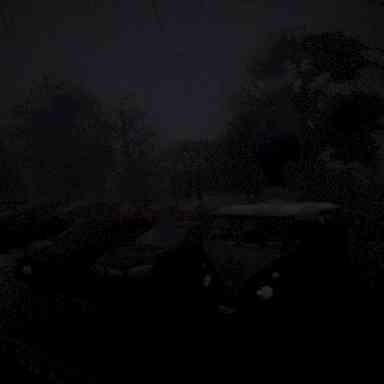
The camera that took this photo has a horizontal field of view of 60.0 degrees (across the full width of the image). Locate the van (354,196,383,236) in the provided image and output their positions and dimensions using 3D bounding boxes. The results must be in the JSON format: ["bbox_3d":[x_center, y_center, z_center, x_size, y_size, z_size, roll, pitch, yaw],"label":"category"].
[{"bbox_3d":[9.558,1.219,17.356,1.878,1.987,4.442,0,0,36],"label":"van"}]

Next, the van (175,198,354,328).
[{"bbox_3d":[1.817,1.220,6.812,1.878,1.987,4.442,0,0,36],"label":"van"}]

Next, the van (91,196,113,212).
[{"bbox_3d":[-6.077,1.322,28.828,1.878,1.987,4.442,0,0,36],"label":"van"}]

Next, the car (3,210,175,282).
[{"bbox_3d":[-2.649,1.505,10.113,2.163,1.488,4.792,0,0,36],"label":"car"}]

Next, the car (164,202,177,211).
[{"bbox_3d":[0.613,1.504,23.893,2.097,1.535,5.008,0,0,36],"label":"car"}]

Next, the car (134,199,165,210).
[{"bbox_3d":[-1.743,1.519,25.577,2.097,1.535,5.008,0,0,36],"label":"car"}]

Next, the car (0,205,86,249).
[{"bbox_3d":[-7.143,1.505,13.372,2.097,1.535,5.008,0,0,36],"label":"car"}]

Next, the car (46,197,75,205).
[{"bbox_3d":[-10.756,1.576,31.804,1.946,1.575,5.366,-1,0,36],"label":"car"}]

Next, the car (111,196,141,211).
[{"bbox_3d":[-3.910,1.408,27.096,2.185,1.767,4.553,0,0,36],"label":"car"}]

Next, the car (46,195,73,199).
[{"bbox_3d":[-12.885,1.349,33.589,2.435,2.045,5.566,-1,0,36],"label":"car"}]

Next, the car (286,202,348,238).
[{"bbox_3d":[7.268,1.456,18.911,1.946,1.575,5.366,0,0,36],"label":"car"}]

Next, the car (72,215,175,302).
[{"bbox_3d":[-0.371,1.501,8.524,2.002,1.452,4.674,0,0,36],"label":"car"}]

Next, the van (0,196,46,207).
[{"bbox_3d":[-9.337,1.294,15.078,1.878,1.987,4.442,0,0,36],"label":"van"}]

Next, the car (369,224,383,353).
[{"bbox_3d":[4.165,1.461,5.312,2.163,1.488,4.792,0,0,36],"label":"car"}]

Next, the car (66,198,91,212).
[{"bbox_3d":[-8.401,1.564,30.339,2.231,1.521,4.892,0,0,36],"label":"car"}]

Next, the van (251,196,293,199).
[{"bbox_3d":[5.189,1.248,20.769,1.878,1.987,4.442,0,0,36],"label":"van"}]

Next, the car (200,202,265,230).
[{"bbox_3d":[2.865,1.490,22.280,2.231,1.521,4.892,0,0,36],"label":"car"}]

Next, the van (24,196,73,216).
[{"bbox_3d":[-15.185,1.407,35.344,1.878,1.987,4.442,-1,0,36],"label":"van"}]
